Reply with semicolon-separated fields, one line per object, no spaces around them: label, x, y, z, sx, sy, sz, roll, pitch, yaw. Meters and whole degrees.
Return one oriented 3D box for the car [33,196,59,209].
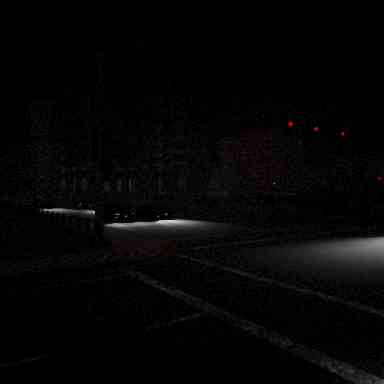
car;-20.454;1.634;46.470;1.895;1.301;4.718;0;0;-35

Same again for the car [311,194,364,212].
car;16.232;1.269;37.381;1.932;1.855;4.605;0;0;-35

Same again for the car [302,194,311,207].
car;24.482;1.343;64.665;1.932;1.855;4.605;0;0;-35

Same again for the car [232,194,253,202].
car;11.250;1.325;73.751;1.932;1.855;4.605;0;0;-35

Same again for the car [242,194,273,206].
car;10.742;1.529;54.829;1.970;1.475;3.806;0;0;-35

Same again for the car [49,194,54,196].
car;-36.728;1.416;87.443;2.097;1.767;4.553;0;0;-35

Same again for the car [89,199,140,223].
car;-6.229;1.538;26.424;1.837;1.490;4.892;0;0;-35

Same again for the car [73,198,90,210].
car;-14.070;1.536;43.447;2.128;1.511;4.902;0;0;-35

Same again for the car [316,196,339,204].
car;26.883;1.563;66.286;1.784;1.438;3.905;0;0;-35

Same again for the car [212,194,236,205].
car;6.724;1.549;70.488;1.970;1.475;3.806;0;0;-35

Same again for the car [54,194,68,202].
car;-30.939;1.592;79.326;1.812;1.442;4.674;0;0;-35

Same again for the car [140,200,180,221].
car;-3.225;1.609;28.239;1.994;1.385;4.181;0;0;-35

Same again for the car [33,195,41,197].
car;-39.591;1.501;85.445;1.812;1.442;4.674;0;0;-35

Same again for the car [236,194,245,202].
car;9.088;1.527;72.160;1.784;1.438;3.905;0;0;-35

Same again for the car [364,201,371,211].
car;18.626;1.281;39.009;1.905;1.878;3.866;0;0;-35
